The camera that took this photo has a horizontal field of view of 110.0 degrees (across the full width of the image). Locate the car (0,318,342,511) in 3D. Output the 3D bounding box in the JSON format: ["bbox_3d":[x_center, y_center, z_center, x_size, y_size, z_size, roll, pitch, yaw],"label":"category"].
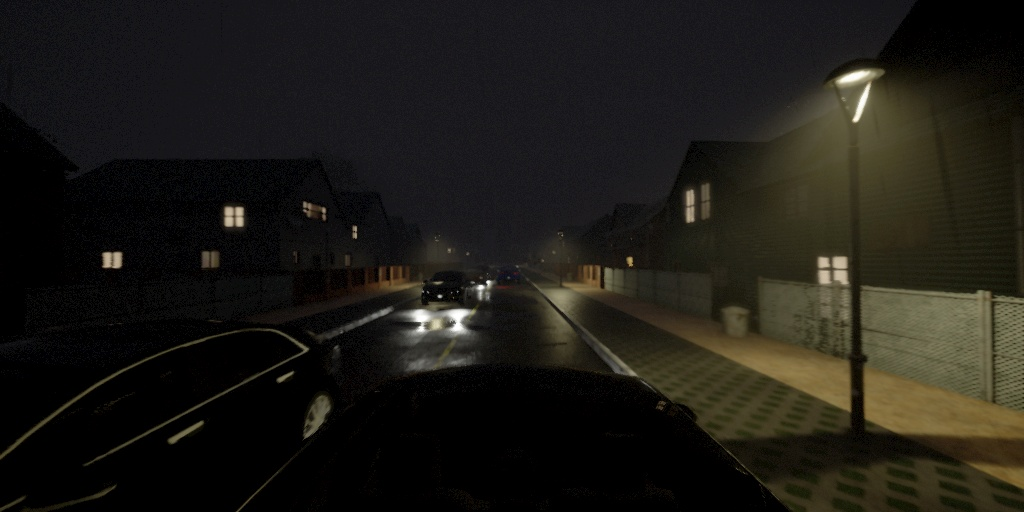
[{"bbox_3d":[-2.826,1.275,2.197,1.837,1.490,4.892,0,-1,-1],"label":"car"}]

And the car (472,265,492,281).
[{"bbox_3d":[-3.143,1.777,38.480,1.837,1.490,4.892,0,-1,-1],"label":"car"}]

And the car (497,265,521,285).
[{"bbox_3d":[-0.257,1.585,30.898,1.882,1.535,5.008,0,-1,0],"label":"car"}]

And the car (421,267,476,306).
[{"bbox_3d":[-2.992,1.459,17.130,1.837,1.490,4.892,0,-1,-1],"label":"car"}]

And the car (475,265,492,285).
[{"bbox_3d":[-3.100,1.670,30.974,2.033,1.411,5.357,0,-1,0],"label":"car"}]
